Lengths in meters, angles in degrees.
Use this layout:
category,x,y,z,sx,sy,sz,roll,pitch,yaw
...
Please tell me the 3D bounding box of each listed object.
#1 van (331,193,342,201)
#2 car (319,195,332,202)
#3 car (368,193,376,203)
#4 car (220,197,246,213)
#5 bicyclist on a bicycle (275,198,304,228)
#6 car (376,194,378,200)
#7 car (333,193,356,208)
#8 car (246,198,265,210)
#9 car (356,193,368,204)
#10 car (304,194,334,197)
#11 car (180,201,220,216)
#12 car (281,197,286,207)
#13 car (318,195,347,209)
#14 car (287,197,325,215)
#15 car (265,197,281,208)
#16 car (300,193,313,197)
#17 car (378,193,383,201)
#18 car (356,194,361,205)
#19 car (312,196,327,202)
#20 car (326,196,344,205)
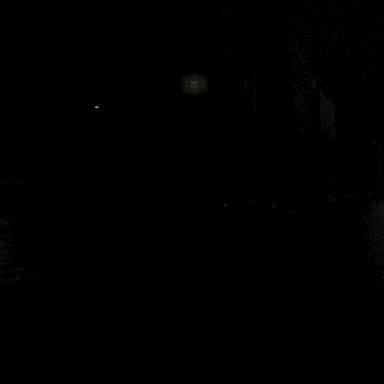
category,x,y,z,sx,sy,sz,roll,pitch,yaw
van,35.967,1.185,82.666,1.690,1.788,3.998,-1,0,35
car,29.539,1.426,73.398,1.802,1.307,4.206,0,0,35
car,33.322,1.099,63.898,2.192,1.841,5.009,0,0,35
car,3.818,1.366,36.332,1.967,1.590,4.097,0,0,35
bicyclist on a bicycle,5.340,1.177,18.373,1.656,1.620,0.582,-1,0,35
car,36.634,1.302,68.669,1.752,1.417,4.829,-1,0,35
car,20.463,1.136,45.367,2.192,1.841,5.009,0,0,35
car,7.035,1.494,40.965,1.802,1.307,4.206,0,0,35
car,26.892,1.117,54.632,2.192,1.841,5.009,0,0,35
car,17.399,1.336,45.456,2.128,1.511,4.902,-1,0,35
car,0.605,1.524,31.699,1.802,1.307,4.206,0,0,35
car,13.464,1.455,50.232,1.947,1.339,4.313,0,0,35
car,17.249,1.377,40.734,1.887,1.381,4.507,0,0,35
car,10.821,1.424,31.468,1.947,1.339,4.313,0,0,35
car,10.152,1.425,45.458,1.752,1.417,4.829,0,0,35
car,19.894,1.415,59.499,1.887,1.381,4.507,0,0,35
car,42.966,1.358,77.795,1.802,1.307,4.206,-1,0,35
car,23.679,1.377,49.999,1.947,1.339,4.313,0,0,35
car,26.325,1.417,68.766,1.947,1.339,4.313,0,0,35
car,23.262,1.353,53.908,1.812,1.442,4.674,-1,0,35
